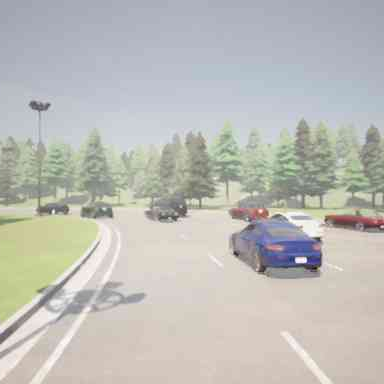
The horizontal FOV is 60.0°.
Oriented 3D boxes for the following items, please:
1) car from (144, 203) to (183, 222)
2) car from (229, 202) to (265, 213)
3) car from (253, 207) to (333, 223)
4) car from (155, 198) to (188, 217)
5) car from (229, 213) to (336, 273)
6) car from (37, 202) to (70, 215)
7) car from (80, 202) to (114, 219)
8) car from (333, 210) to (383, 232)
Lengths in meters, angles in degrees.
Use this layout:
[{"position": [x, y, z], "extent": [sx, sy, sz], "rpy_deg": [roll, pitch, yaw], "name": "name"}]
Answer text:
[{"position": [-2.896, 1.995, 30.664], "extent": [1.895, 1.301, 4.718], "rpy_deg": [0, -1, -26], "name": "car"}, {"position": [5.093, 1.727, 30.365], "extent": [2.097, 1.767, 4.553], "rpy_deg": [0, -1, -20], "name": "car"}, {"position": [5.061, 1.739, 17.453], "extent": [1.812, 1.442, 4.674], "rpy_deg": [0, -1, -11], "name": "car"}, {"position": [-2.680, 1.697, 37.089], "extent": [2.150, 2.045, 5.566], "rpy_deg": [1, -1, -35], "name": "car"}, {"position": [2.597, 1.663, 11.090], "extent": [1.812, 1.442, 4.674], "rpy_deg": [0, -1, -7], "name": "car"}, {"position": [-17.440, 2.065, 41.720], "extent": [4.892, 1.490, 1.837], "rpy_deg": [0, -1, 32], "name": "car"}, {"position": [-10.077, 1.814, 35.012], "extent": [2.097, 1.767, 4.553], "rpy_deg": [0, -1, -39], "name": "car"}, {"position": [11.088, 1.866, 22.420], "extent": [1.895, 1.301, 4.718], "rpy_deg": [0, -1, -14], "name": "car"}]
